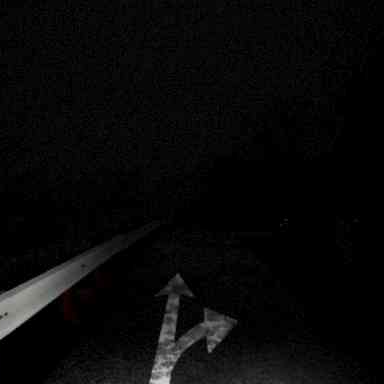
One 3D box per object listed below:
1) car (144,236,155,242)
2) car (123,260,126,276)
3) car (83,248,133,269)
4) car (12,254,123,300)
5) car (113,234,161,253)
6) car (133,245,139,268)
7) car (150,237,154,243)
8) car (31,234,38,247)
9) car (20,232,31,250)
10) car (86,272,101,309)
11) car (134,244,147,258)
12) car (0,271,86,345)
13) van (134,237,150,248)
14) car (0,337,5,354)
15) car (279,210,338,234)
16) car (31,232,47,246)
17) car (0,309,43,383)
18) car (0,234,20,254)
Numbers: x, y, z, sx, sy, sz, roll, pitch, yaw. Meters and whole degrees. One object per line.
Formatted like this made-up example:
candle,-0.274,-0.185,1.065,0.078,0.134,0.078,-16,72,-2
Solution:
car,-6.997,6.217,39.024,5.566,2.045,2.435,2,-4,-20
car,-6.937,5.193,20.928,4.792,1.488,2.163,2,-4,-20
car,-6.946,5.256,23.956,4.553,1.767,2.185,2,-5,-20
car,-6.864,4.697,17.955,5.566,2.045,2.435,2,-5,-20
car,-6.969,6.437,42.076,5.566,2.045,2.435,2,-5,-20
car,-6.967,5.474,26.977,4.553,1.767,2.185,2,-5,-20
car,-6.933,6.128,36.025,4.553,1.767,2.185,2,-4,-20
car,-23.934,6.937,45.117,4.792,1.488,2.163,1,-5,-20
car,-23.918,6.444,42.178,5.566,2.045,2.435,1,-5,-20
car,-7.055,4.718,14.844,5.366,1.575,1.946,2,-4,-20
car,-6.936,5.819,29.981,4.892,1.521,2.231,2,-4,-20
car,-6.898,4.259,11.908,5.566,2.045,2.435,2,-4,-20
van,-6.845,5.814,33.057,4.442,1.987,1.878,2,-5,-20
car,-6.811,3.825,5.896,5.566,2.045,2.435,2,-5,-20
car,7.740,1.808,20.449,4.674,1.442,1.812,0,-5,-2
car,-23.987,6.867,48.047,5.566,2.045,2.435,1,-4,-20
car,-6.870,4.294,8.891,4.892,1.521,2.231,2,-5,-20
car,-23.907,6.231,39.227,5.566,2.045,2.435,1,-5,-20
